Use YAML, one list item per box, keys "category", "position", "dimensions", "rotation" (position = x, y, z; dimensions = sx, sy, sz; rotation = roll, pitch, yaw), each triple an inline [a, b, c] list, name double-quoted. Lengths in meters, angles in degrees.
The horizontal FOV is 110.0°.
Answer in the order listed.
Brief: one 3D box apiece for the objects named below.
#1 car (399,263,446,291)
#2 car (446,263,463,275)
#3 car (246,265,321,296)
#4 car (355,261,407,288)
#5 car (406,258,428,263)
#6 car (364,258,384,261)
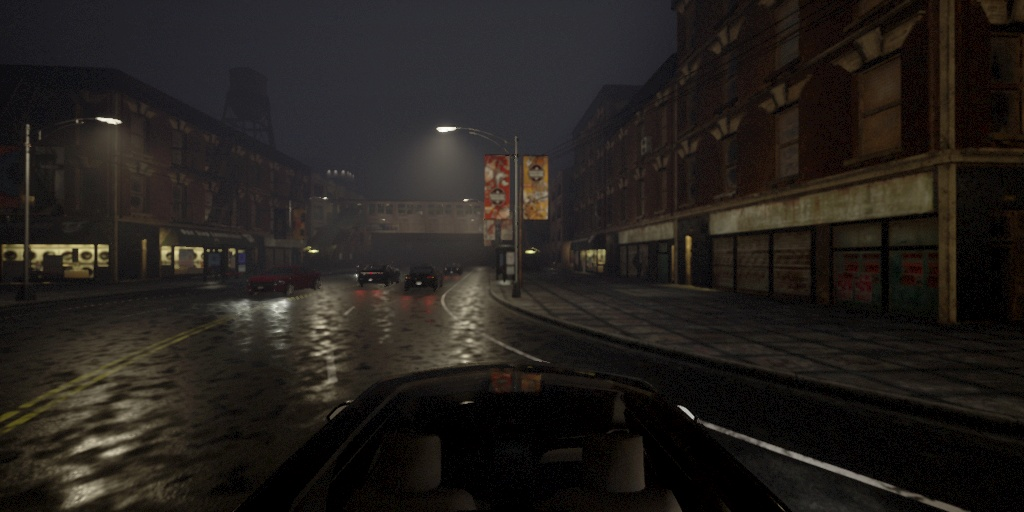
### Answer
- category: "car"
  position: [-5.358, 1.337, 22.097]
  dimensions: [1.812, 1.442, 4.674]
  rotation: [0, 0, -5]
- category: "car"
  position: [-6.604, 1.474, 40.688]
  dimensions: [1.895, 1.301, 4.718]
  rotation: [0, 0, -4]
- category: "car"
  position: [-12.383, 1.269, 19.799]
  dimensions: [1.882, 1.535, 5.008]
  rotation: [0, 0, -5]
- category: "car"
  position: [-9.045, 1.305, 24.812]
  dimensions: [2.128, 1.511, 4.902]
  rotation: [0, 0, -5]
- category: "car"
  position: [-10.051, 1.342, 39.786]
  dimensions: [1.882, 1.535, 5.008]
  rotation: [0, 0, -4]
- category: "car"
  position: [-17.424, 1.230, 43.905]
  dimensions: [2.097, 1.767, 4.553]
  rotation: [0, 0, -4]
